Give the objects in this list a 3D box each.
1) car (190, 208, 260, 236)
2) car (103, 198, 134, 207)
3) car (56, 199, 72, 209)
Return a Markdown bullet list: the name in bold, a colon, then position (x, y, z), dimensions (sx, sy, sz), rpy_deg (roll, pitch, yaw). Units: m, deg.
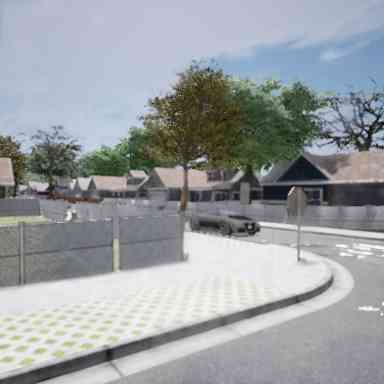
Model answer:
- **car**: position (1.725, 1.578, 18.257), dimensions (1.994, 1.385, 4.181), rpy_deg (2, -1, -37)
- **car**: position (-6.881, 1.397, 30.494), dimensions (2.097, 1.767, 4.553), rpy_deg (2, -1, -35)
- **car**: position (-18.449, 1.705, 47.063), dimensions (1.895, 1.301, 4.718), rpy_deg (2, -1, -35)
